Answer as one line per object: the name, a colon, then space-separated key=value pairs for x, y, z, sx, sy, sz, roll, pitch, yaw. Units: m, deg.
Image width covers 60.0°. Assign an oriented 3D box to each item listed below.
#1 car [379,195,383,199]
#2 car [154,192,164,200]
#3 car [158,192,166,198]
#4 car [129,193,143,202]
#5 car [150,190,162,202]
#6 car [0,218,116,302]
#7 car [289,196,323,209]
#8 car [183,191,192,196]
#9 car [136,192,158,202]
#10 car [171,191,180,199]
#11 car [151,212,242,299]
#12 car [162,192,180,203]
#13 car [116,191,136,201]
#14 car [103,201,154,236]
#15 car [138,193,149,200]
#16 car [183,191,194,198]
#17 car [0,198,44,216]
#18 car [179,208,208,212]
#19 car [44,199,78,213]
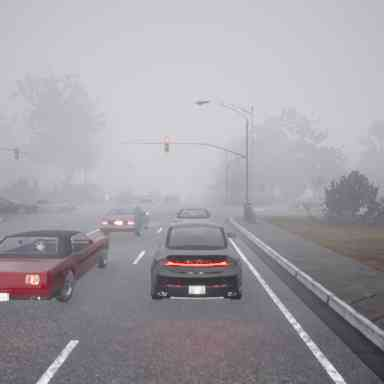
car: x=23.753 y=0.943 z=38.952 sx=5.566 sy=2.045 sz=2.150 roll=0 pitch=0 yaw=-4
car: x=-7.232 y=0.875 z=73.649 sx=1.882 sy=1.535 sz=5.008 roll=0 pitch=1 yaw=-1
car: x=-7.597 y=0.780 z=83.918 sx=1.812 sy=1.442 sz=4.674 roll=0 pitch=1 yaw=-3
car: x=-10.672 y=0.987 z=63.690 sx=1.882 sy=1.535 sz=5.008 roll=0 pitch=1 yaw=0
car: x=-7.162 y=0.733 z=63.458 sx=2.150 sy=2.045 sz=5.566 roll=0 pitch=1 yaw=-1
car: x=-3.412 y=1.570 z=8.142 sx=1.895 sy=1.301 sz=4.718 roll=0 pitch=0 yaw=0
car: x=13.669 y=1.218 z=38.364 sx=4.902 sy=1.511 sz=2.128 roll=0 pitch=0 yaw=-3
car: x=-1.418 y=0.464 z=95.118 sx=2.033 sy=1.411 sz=5.357 roll=0 pitch=1 yaw=-7
car: x=-7.189 y=1.151 z=53.283 sx=2.033 sy=1.411 sz=5.357 roll=0 pitch=0 yaw=0
car: x=-3.947 y=0.661 z=80.627 sx=2.097 sy=1.767 sz=4.553 roll=0 pitch=1 yaw=-3
car: x=0.088 y=1.473 z=8.321 sx=1.837 sy=1.490 sz=4.892 roll=0 pitch=0 yaw=0
car: x=-3.539 y=0.914 z=58.182 sx=2.097 sy=1.767 sz=4.553 roll=0 pitch=1 yaw=0
car: x=-10.688 y=0.821 z=53.803 sx=2.150 sy=2.045 sz=5.566 roll=0 pitch=0 yaw=0
car: x=-3.445 y=1.442 z=17.731 sx=2.033 sy=1.411 sz=5.357 roll=0 pitch=0 yaw=-1
car: x=-10.737 y=0.991 z=73.776 sx=1.895 sy=1.301 sz=4.718 roll=0 pitch=1 yaw=-1
car: x=-0.666 y=0.783 z=85.241 sx=1.994 sy=1.385 sz=4.181 roll=0 pitch=1 yaw=-4
car: x=-16.278 y=1.276 z=29.403 sx=5.008 sy=1.535 sz=1.882 roll=0 pitch=0 yaw=-3
car: x=0.081 y=1.497 z=17.634 sx=1.895 sy=1.301 sz=4.718 roll=0 pitch=0 yaw=0
car: x=-13.888 y=1.370 z=33.050 sx=4.718 sy=1.301 sz=1.895 roll=0 pitch=0 yaw=-3
